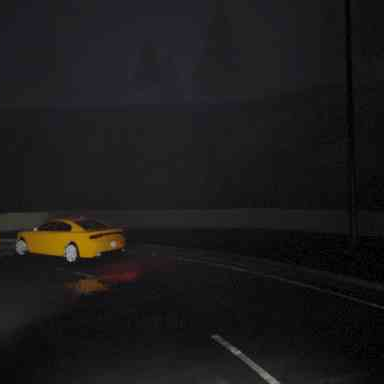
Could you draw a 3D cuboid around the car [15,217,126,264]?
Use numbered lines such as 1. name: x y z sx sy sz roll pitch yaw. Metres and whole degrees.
1. car: -4.839 1.730 12.953 5.008 1.535 1.882 -2 -2 33
